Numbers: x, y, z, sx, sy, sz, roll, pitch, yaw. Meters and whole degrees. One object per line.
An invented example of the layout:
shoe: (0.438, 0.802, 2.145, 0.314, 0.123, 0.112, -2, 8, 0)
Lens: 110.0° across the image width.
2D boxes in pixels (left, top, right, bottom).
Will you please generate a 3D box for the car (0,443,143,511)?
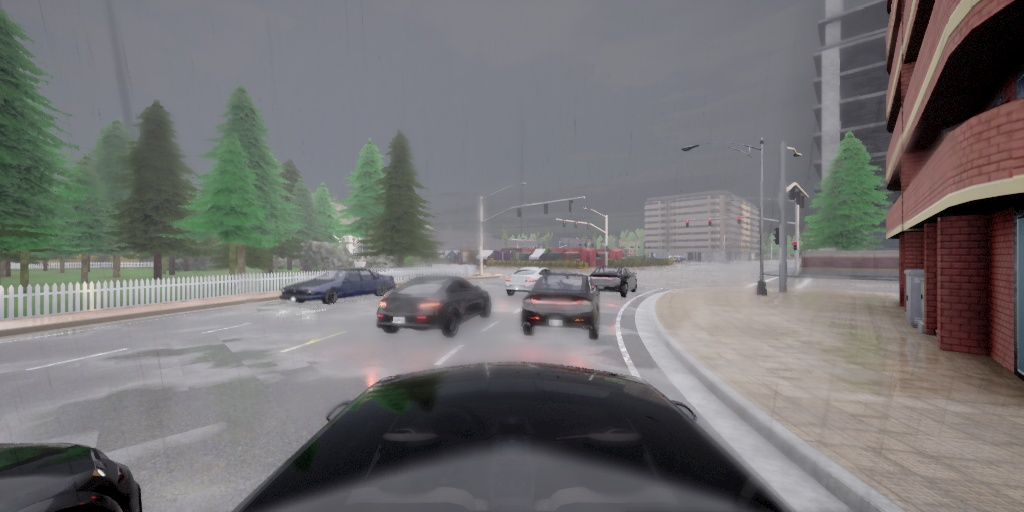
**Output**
car: (-3.170, 1.314, 0.387, 1.994, 1.385, 4.181, 0, 0, -2)

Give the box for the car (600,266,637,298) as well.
car: (5.320, 1.242, 18.788, 2.128, 1.511, 4.902, 0, 0, 28)

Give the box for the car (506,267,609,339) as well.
car: (1.549, 1.242, 10.167, 2.128, 1.511, 4.902, 0, 0, 14)

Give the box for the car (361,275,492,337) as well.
car: (-1.999, 1.276, 10.294, 1.812, 1.442, 4.674, 0, 0, 13)

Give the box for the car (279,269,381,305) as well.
car: (-7.647, 1.297, 16.511, 2.033, 1.411, 5.357, 0, 0, 20)

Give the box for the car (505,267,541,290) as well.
car: (1.243, 1.276, 18.796, 1.812, 1.442, 4.674, 0, 0, 26)
